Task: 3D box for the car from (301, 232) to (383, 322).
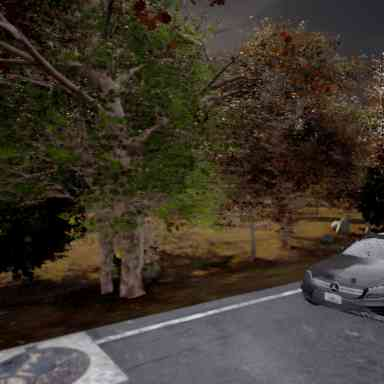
[{"bbox_3d":[4.322,1.619,7.056,4.674,1.442,1.812,2,-1,-35],"label":"car"}]
